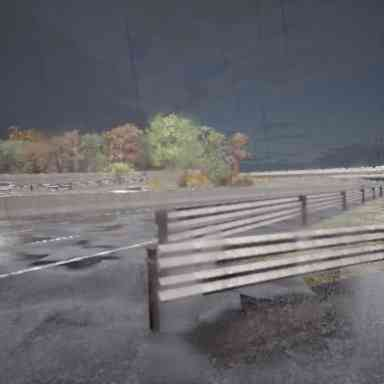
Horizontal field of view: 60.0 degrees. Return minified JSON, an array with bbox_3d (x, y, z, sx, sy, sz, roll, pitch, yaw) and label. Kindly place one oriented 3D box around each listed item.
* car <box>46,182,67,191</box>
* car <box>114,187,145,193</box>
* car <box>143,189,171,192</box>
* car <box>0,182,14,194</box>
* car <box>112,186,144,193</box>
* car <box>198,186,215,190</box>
[{"bbox_3d":[-26.946,-1.270,66.213,2.097,1.767,4.553,-1,3,14],"label":"car"},{"bbox_3d":[-7.247,0.485,43.378,2.128,1.511,4.902,0,1,34],"label":"car"},{"bbox_3d":[-3.406,0.494,42.806,2.033,1.411,5.357,0,1,34],"label":"car"},{"bbox_3d":[-30.456,-0.520,51.759,2.150,2.045,5.566,-1,2,13],"label":"car"},{"bbox_3d":[-8.879,0.177,47.213,2.150,2.045,5.566,0,1,34],"label":"car"},{"bbox_3d":[2.289,-0.217,57.411,2.097,1.767,4.553,0,1,34],"label":"car"}]
